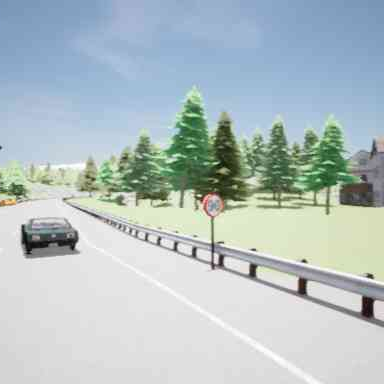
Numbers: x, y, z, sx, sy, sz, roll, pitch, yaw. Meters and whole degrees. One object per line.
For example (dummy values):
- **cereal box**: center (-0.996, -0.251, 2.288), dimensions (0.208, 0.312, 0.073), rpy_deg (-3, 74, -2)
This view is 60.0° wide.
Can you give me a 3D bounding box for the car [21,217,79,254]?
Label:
- **car**: center (-6.269, 1.718, 14.345), dimensions (1.895, 1.301, 4.718), rpy_deg (-1, 0, -30)
